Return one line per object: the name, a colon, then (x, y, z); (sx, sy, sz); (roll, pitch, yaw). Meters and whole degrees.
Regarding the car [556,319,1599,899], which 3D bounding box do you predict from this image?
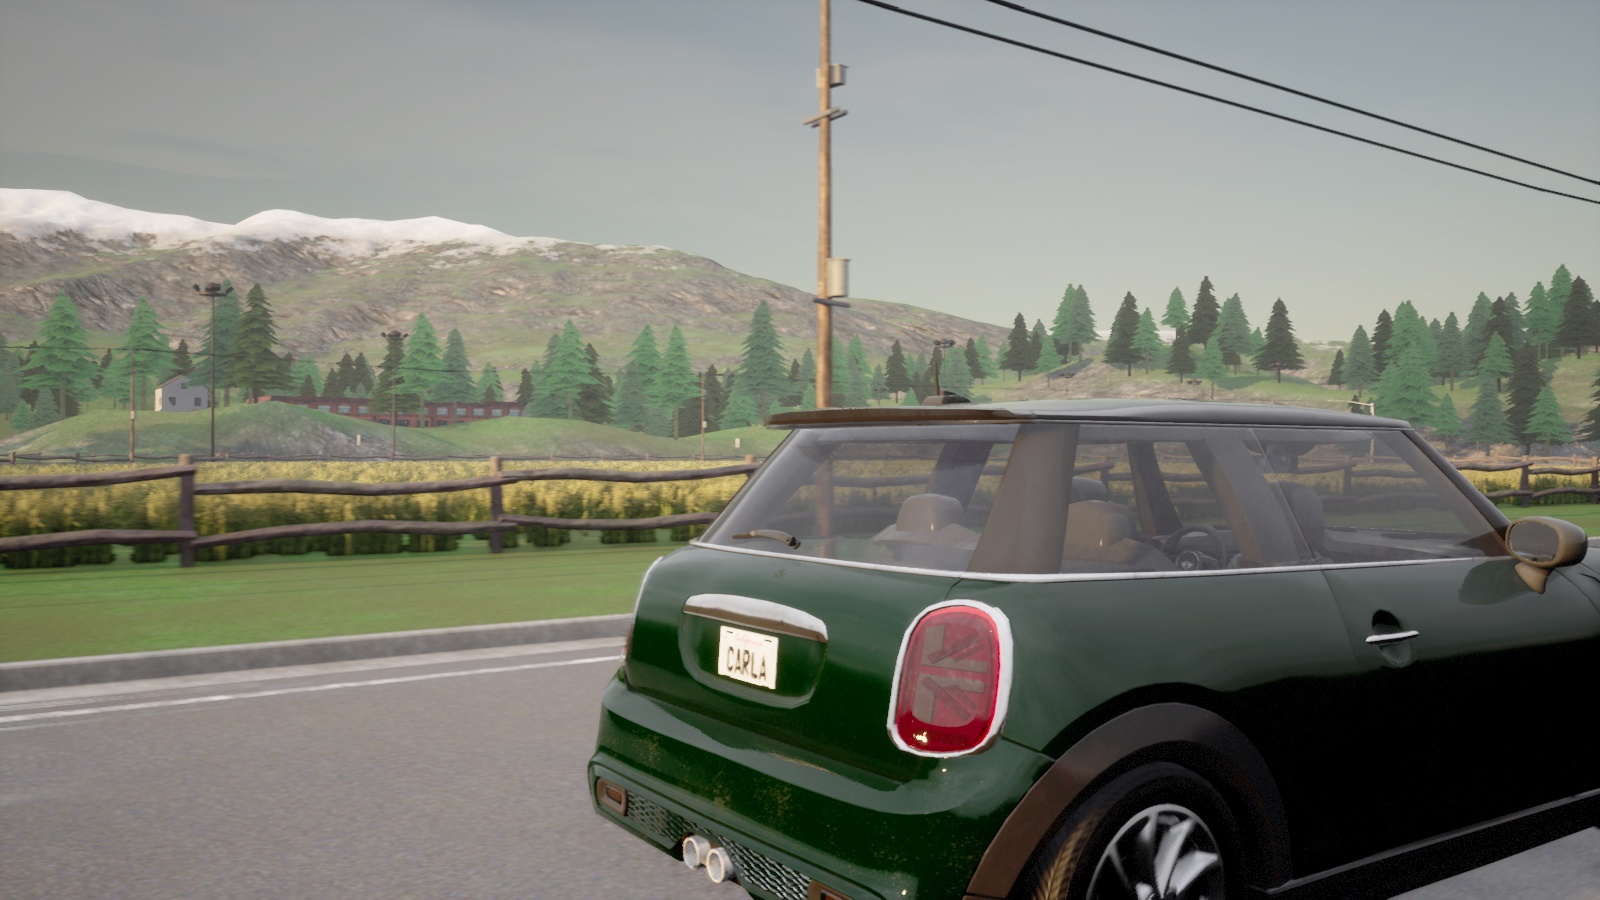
car: (1.624, 0.612, 4.789); (4.553, 1.767, 2.097); (0, 0, -35)
